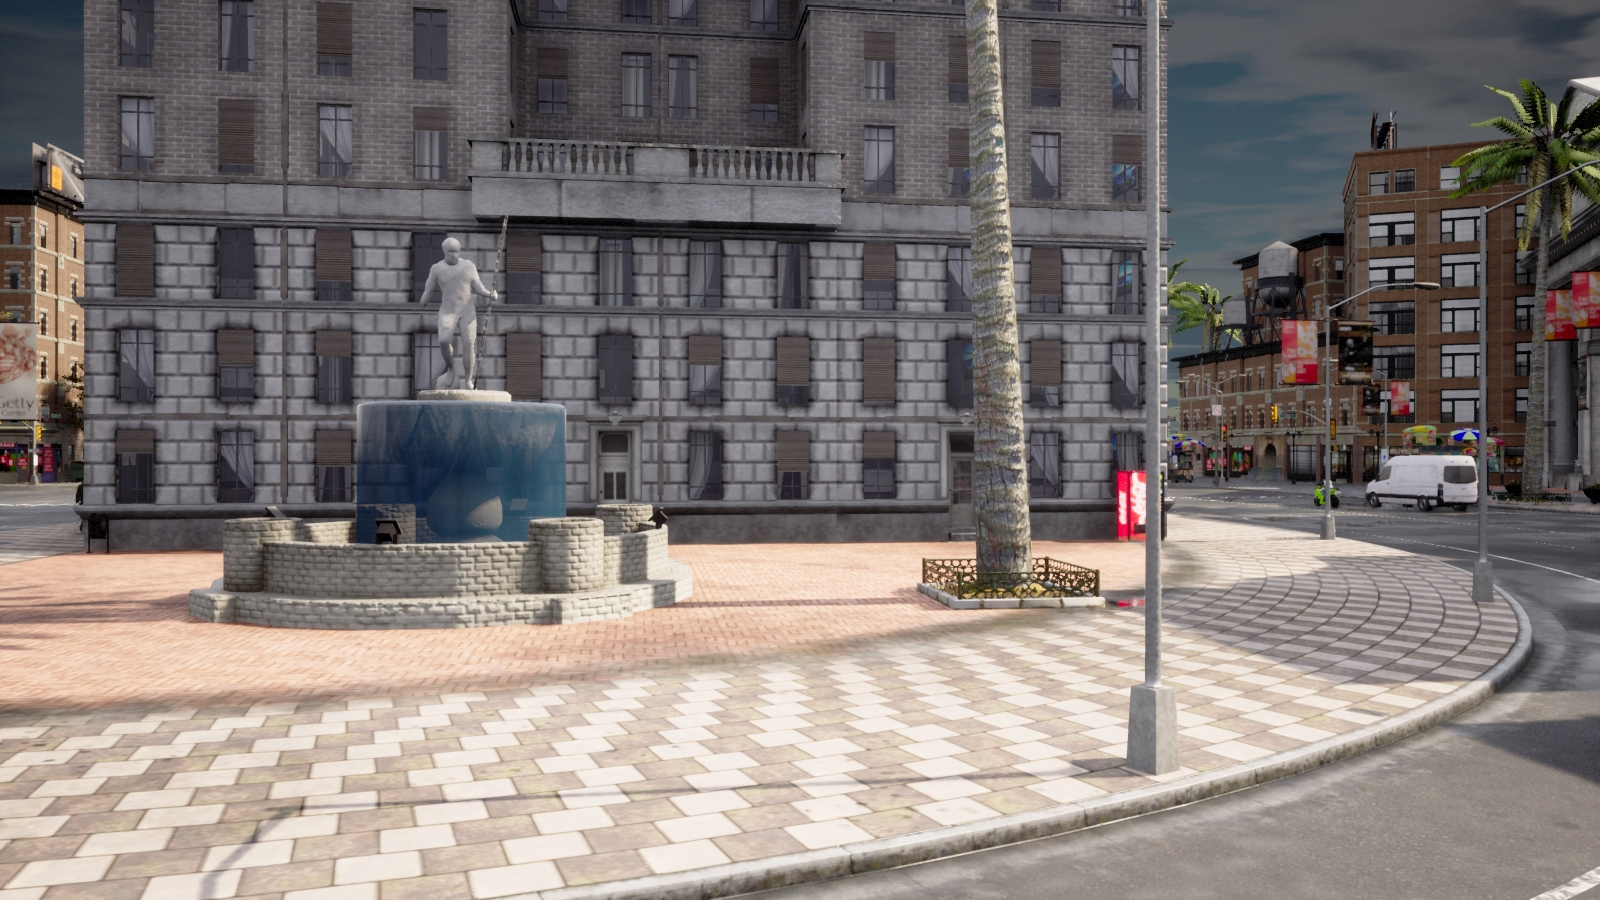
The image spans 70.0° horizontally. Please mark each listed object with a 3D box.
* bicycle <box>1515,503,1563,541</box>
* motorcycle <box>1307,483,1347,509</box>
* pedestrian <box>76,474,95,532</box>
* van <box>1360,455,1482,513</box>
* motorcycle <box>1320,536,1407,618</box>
[{"bbox_3d":[23.267,2.256,35.981,0.859,1.080,1.487,-1,0,16],"label":"bicycle"},{"bbox_3d":[25.547,2.213,55.422,0.803,1.145,2.033,0,0,-7],"label":"motorcycle"},{"bbox_3d":[-22.999,1.697,36.783,0.375,1.860,0.375,0,0,-6],"label":"pedestrian"},{"bbox_3d":[29.228,1.535,54.042,1.988,2.561,5.915,0,0,-7],"label":"van"},{"bbox_3d":[9.882,2.182,20.008,0.856,1.236,1.805,0,0,44],"label":"motorcycle"}]
